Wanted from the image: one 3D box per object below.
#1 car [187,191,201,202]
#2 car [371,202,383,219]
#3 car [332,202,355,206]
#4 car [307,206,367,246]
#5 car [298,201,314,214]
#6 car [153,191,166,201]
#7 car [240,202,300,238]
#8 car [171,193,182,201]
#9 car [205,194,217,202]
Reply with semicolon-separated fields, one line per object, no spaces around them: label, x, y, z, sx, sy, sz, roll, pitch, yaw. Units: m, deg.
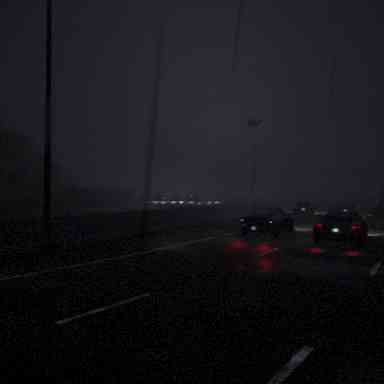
car;0.398;0.814;67.179;2.150;2.045;5.566;1;0;-8
car;17.224;1.605;29.259;2.033;1.411;5.357;1;0;19
car;13.999;1.570;30.676;1.994;1.385;4.181;1;0;19
car;6.967;1.563;15.497;1.994;1.385;4.181;1;0;30
car;10.704;1.518;31.871;1.994;1.385;4.181;1;0;19
car;-6.526;0.726;66.154;2.150;2.045;5.566;1;0;-8
car;4.019;1.474;17.389;1.812;1.442;4.674;1;1;30
car;-3.027;1.046;66.247;1.882;1.535;5.008;1;0;-7
car;3.888;1.181;67.361;1.812;1.442;4.674;1;0;-8
